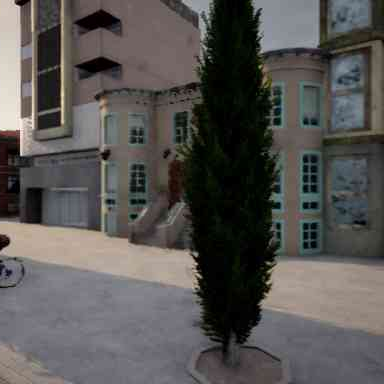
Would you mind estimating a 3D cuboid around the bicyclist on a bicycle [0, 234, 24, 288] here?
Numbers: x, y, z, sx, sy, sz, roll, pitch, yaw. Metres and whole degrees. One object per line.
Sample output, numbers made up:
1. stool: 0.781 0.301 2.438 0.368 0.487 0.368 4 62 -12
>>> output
1. bicyclist on a bicycle: -4.323 1.328 6.969 0.582 1.620 1.656 0 0 35
